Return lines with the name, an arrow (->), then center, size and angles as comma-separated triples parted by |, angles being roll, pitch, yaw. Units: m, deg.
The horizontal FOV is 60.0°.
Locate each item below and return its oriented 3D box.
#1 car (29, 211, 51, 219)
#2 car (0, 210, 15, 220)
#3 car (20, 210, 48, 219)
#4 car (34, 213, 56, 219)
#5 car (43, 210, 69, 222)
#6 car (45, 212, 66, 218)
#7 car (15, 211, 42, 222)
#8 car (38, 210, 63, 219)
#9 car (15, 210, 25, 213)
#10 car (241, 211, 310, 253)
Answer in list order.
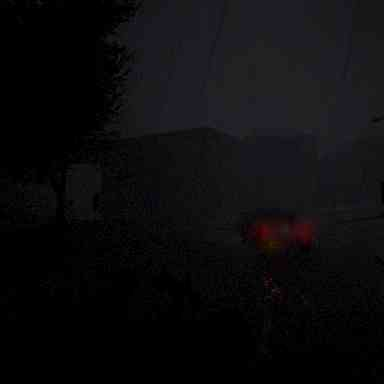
car -> -35.883, 5.478, 78.542 | 4.553, 1.767, 2.185 | 1, -3, -20
car -> -35.721, 4.446, 60.722 | 4.892, 1.521, 2.231 | 1, -4, -21
car -> -35.886, 5.178, 75.585 | 5.566, 2.045, 2.435 | 1, -4, -20
car -> -35.927, 5.797, 81.479 | 4.792, 1.488, 2.163 | 1, -3, -20
car -> -22.963, 4.304, 56.492 | 2.128, 1.511, 4.902 | 1, -4, -5
car -> -35.850, 6.069, 87.439 | 4.892, 1.521, 2.231 | 1, -3, -19
car -> -24.995, 3.976, 50.944 | 1.994, 1.385, 4.181 | 1, -4, -13
car -> -35.903, 5.671, 84.465 | 5.566, 2.045, 2.435 | 1, -3, -20
car -> -35.811, 4.395, 63.691 | 5.566, 2.045, 2.435 | 1, -4, -21
car -> 3.607, 1.647, 15.248 | 2.097, 1.767, 4.553 | -1, -2, -3
